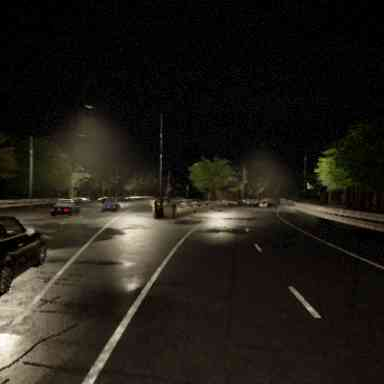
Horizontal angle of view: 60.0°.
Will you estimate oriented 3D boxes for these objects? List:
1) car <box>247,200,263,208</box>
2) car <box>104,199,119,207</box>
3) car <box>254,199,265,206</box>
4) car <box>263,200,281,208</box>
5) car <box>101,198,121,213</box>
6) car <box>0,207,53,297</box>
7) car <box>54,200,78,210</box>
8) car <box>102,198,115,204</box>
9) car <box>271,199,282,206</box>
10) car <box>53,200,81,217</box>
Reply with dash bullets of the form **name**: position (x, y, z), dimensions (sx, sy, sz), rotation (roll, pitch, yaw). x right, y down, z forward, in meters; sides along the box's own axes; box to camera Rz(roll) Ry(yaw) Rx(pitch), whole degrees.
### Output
- **car**: position (12.027, 2.356, 64.868), dimensions (1.895, 1.301, 4.718), rotation (0, -1, 18)
- **car**: position (-15.103, 1.947, 62.339), dimensions (1.994, 1.385, 4.181), rotation (1, -1, -3)
- **car**: position (15.184, 2.338, 74.350), dimensions (1.895, 1.301, 4.718), rotation (0, -1, 18)
- **car**: position (15.466, 2.333, 64.116), dimensions (2.033, 1.411, 5.357), rotation (0, -1, 18)
- **car**: position (-10.016, 1.813, 41.410), dimensions (2.033, 1.411, 5.357), rotation (1, -1, -6)
- **car**: position (-5.313, 1.364, 8.585), dimensions (2.097, 1.767, 4.553), rotation (1, -1, -10)
- **car**: position (-17.560, 1.811, 46.551), dimensions (1.895, 1.301, 4.718), rotation (1, 0, -5)
- **car**: position (-19.320, 2.016, 76.823), dimensions (1.994, 1.385, 4.181), rotation (1, -1, -1)
- **car**: position (18.746, 2.364, 73.972), dimensions (1.994, 1.385, 4.181), rotation (0, -1, 18)
- **car**: position (-12.517, 1.704, 33.129), dimensions (2.033, 1.411, 5.357), rotation (1, -1, -7)
